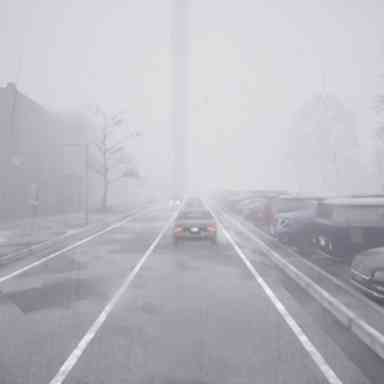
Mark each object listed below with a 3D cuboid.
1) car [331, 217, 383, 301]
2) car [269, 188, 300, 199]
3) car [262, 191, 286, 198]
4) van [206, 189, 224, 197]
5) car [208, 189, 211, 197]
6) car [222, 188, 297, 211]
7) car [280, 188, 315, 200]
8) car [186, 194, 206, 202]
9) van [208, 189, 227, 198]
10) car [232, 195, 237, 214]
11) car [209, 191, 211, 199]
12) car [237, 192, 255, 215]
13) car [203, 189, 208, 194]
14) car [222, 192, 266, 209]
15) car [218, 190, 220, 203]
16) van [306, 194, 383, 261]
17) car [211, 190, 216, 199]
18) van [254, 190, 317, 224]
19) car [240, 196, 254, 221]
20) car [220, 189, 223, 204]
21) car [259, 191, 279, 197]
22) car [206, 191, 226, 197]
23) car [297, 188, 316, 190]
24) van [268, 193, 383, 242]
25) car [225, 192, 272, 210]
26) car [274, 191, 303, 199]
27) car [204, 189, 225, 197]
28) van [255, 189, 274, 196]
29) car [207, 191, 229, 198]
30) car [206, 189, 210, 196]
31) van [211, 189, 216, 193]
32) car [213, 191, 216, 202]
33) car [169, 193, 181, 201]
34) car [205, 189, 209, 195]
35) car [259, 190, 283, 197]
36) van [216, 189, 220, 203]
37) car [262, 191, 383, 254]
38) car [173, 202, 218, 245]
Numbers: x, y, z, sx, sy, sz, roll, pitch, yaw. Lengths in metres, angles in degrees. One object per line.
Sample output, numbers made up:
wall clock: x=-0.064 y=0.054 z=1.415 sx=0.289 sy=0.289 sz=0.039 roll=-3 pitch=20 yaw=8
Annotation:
car: x=5.744 y=1.401 z=6.608 sx=4.892 sy=1.521 sz=2.231 roll=-1 pitch=1 yaw=0
car: x=18.945 y=0.283 z=68.410 sx=5.566 sy=2.045 sz=2.435 roll=-1 pitch=1 yaw=0
car: x=18.992 y=0.458 z=76.765 sx=5.008 sy=1.535 sz=2.097 roll=-1 pitch=1 yaw=0
van: x=5.824 y=0.289 z=85.093 sx=4.442 sy=1.987 sz=1.878 roll=-1 pitch=1 yaw=0
car: x=6.060 y=0.754 z=59.869 sx=5.366 sy=1.575 sz=1.946 roll=-1 pitch=1 yaw=0
car: x=5.764 y=0.883 z=29.033 sx=5.566 sy=2.045 sz=2.435 roll=-1 pitch=1 yaw=0
car: x=18.922 y=0.374 z=60.055 sx=5.566 sy=2.045 sz=2.435 roll=-1 pitch=1 yaw=0
car: x=0.252 y=1.171 z=37.873 sx=1.994 sy=1.385 sz=4.181 roll=-1 pitch=1 yaw=0
van: x=6.040 y=0.337 z=79.486 sx=4.442 sy=1.987 sz=1.878 roll=-1 pitch=1 yaw=0
car: x=5.786 y=1.208 z=26.233 sx=4.674 sy=1.452 sz=2.002 roll=-1 pitch=1 yaw=0
car: x=5.897 y=0.822 z=57.066 sx=4.792 sy=1.488 sz=2.163 roll=-1 pitch=1 yaw=0
car: x=5.811 y=1.076 z=23.428 sx=4.553 sy=1.767 sz=2.185 roll=-1 pitch=1 yaw=0
car: x=5.937 y=0.363 z=73.879 sx=5.566 sy=2.045 sz=2.435 roll=-1 pitch=1 yaw=0
car: x=5.784 y=0.906 z=37.443 sx=4.553 sy=1.767 sz=2.185 roll=-1 pitch=1 yaw=0
car: x=5.854 y=0.871 z=40.246 sx=4.553 sy=1.767 sz=2.185 roll=-1 pitch=1 yaw=0
van: x=5.859 y=1.145 z=9.413 sx=4.442 sy=1.987 sz=1.878 roll=-1 pitch=1 yaw=0
car: x=5.824 y=0.891 z=51.460 sx=4.792 sy=1.488 sz=2.163 roll=-1 pitch=1 yaw=0
van: x=5.881 y=1.043 z=17.820 sx=4.442 sy=1.987 sz=1.878 roll=-1 pitch=1 yaw=0
car: x=5.767 y=1.237 z=20.627 sx=4.892 sy=1.521 sz=2.231 roll=-1 pitch=1 yaw=0
car: x=5.772 y=0.849 z=31.836 sx=5.566 sy=2.045 sz=2.435 roll=-1 pitch=1 yaw=0
car: x=19.011 y=0.448 z=82.337 sx=4.674 sy=1.452 sz=2.002 roll=-1 pitch=1 yaw=0
car: x=5.928 y=0.540 z=82.291 sx=4.892 sy=1.521 sz=2.231 roll=-1 pitch=1 yaw=0
car: x=18.916 y=0.407 z=57.393 sx=5.566 sy=2.045 sz=2.435 roll=-1 pitch=1 yaw=0
van: x=5.874 y=1.077 z=15.017 sx=4.442 sy=1.987 sz=1.878 roll=-1 pitch=1 yaw=0
car: x=5.777 y=0.940 z=34.640 sx=4.553 sy=1.767 sz=2.185 roll=-1 pitch=1 yaw=0
car: x=18.963 y=0.564 z=65.626 sx=5.008 sy=1.535 sz=2.097 roll=-1 pitch=1 yaw=0
car: x=5.988 y=0.216 z=90.697 sx=5.566 sy=2.045 sz=2.435 roll=-1 pitch=0 yaw=0
van: x=19.145 y=0.131 z=87.906 sx=4.442 sy=1.987 sz=1.878 roll=-1 pitch=0 yaw=0
car: x=5.913 y=0.589 z=76.685 sx=5.008 sy=1.535 sz=2.097 roll=-1 pitch=1 yaw=0
car: x=5.867 y=0.696 z=68.277 sx=4.792 sy=1.488 sz=2.163 roll=-1 pitch=1 yaw=0
van: x=5.741 y=0.602 z=54.261 sx=4.442 sy=1.987 sz=1.878 roll=-1 pitch=1 yaw=0
car: x=5.833 y=0.929 z=45.854 sx=5.008 sy=1.535 sz=2.097 roll=-1 pitch=1 yaw=0
car: x=-3.004 y=0.949 z=59.358 sx=1.994 sy=1.385 sz=4.181 roll=-1 pitch=1 yaw=0
car: x=5.899 y=0.641 z=71.074 sx=4.892 sy=1.521 sz=2.231 roll=-1 pitch=1 yaw=0
car: x=18.820 y=0.432 z=79.552 sx=5.366 sy=1.575 sz=1.946 roll=-1 pitch=1 yaw=0
van: x=5.712 y=0.739 z=43.048 sx=4.442 sy=1.987 sz=1.878 roll=-1 pitch=1 yaw=0
car: x=5.721 y=1.087 z=12.213 sx=5.566 sy=2.045 sz=2.435 roll=-1 pitch=1 yaw=0
car: x=0.131 y=1.415 z=14.845 sx=2.033 sy=1.411 sz=5.357 roll=-1 pitch=1 yaw=1
